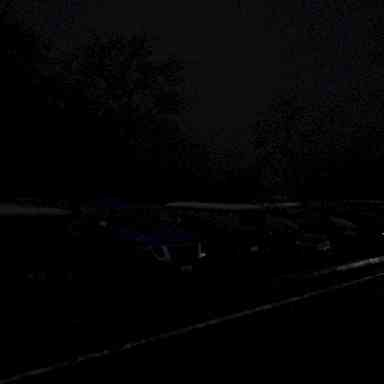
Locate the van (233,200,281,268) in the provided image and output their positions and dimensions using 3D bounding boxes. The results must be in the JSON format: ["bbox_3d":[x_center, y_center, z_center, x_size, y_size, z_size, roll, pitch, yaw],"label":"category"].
[{"bbox_3d":[0.482,1.339,11.056,1.878,1.987,4.442,1,0,-36],"label":"van"}]

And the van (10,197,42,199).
[{"bbox_3d":[-9.875,1.305,19.725,1.878,1.987,4.442,1,0,-36],"label":"van"}]

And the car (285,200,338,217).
[{"bbox_3d":[12.751,1.688,35.811,2.097,1.535,5.008,0,0,-36],"label":"car"}]

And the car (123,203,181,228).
[{"bbox_3d":[-3.058,1.637,24.504,2.163,1.488,4.792,1,0,-36],"label":"car"}]

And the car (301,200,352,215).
[{"bbox_3d":[15.007,1.697,37.429,2.231,1.521,4.892,0,0,-36],"label":"car"}]

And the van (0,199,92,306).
[{"bbox_3d":[-4.073,1.279,7.790,1.878,1.987,4.442,1,0,-36],"label":"van"}]

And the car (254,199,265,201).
[{"bbox_3d":[3.733,1.654,29.332,2.097,1.535,5.008,0,0,-36],"label":"car"}]

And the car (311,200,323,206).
[{"bbox_3d":[10.496,1.680,34.193,2.097,1.535,5.008,0,0,-36],"label":"car"}]

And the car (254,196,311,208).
[{"bbox_3d":[8.260,1.421,32.549,2.435,2.045,5.566,0,0,-36],"label":"car"}]

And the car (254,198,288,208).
[{"bbox_3d":[5.991,1.666,30.950,2.231,1.521,4.892,0,0,-36],"label":"car"}]

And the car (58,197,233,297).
[{"bbox_3d":[-1.710,1.284,9.307,2.435,2.045,5.566,1,0,-36],"label":"car"}]

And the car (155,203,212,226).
[{"bbox_3d":[-0.762,1.658,26.079,2.163,1.488,4.792,1,0,-36],"label":"car"}]

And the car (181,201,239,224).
[{"bbox_3d":[1.366,1.639,27.868,1.946,1.575,5.366,0,0,-36],"label":"car"}]

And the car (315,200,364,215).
[{"bbox_3d":[17.249,1.733,39.065,2.163,1.488,4.792,0,0,-36],"label":"car"}]

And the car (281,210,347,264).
[{"bbox_3d":[2.826,1.589,12.601,2.231,1.521,4.892,1,0,-36],"label":"car"}]

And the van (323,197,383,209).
[{"bbox_3d":[9.600,1.418,17.594,1.878,1.987,4.442,0,0,-36],"label":"van"}]

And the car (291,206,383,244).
[{"bbox_3d":[7.372,1.660,15.889,2.163,1.488,4.792,0,0,-36],"label":"car"}]

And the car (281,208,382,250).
[{"bbox_3d":[5.109,1.651,14.227,2.002,1.452,4.674,1,0,-36],"label":"car"}]
